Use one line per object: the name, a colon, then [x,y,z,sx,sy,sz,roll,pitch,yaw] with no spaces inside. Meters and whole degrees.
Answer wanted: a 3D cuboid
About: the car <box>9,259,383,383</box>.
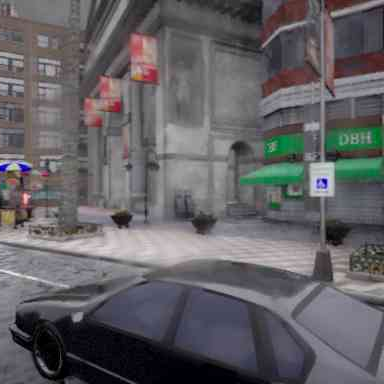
car: [0.153,1.528,3.713,5.357,1.411,2.033,0,0,35]
